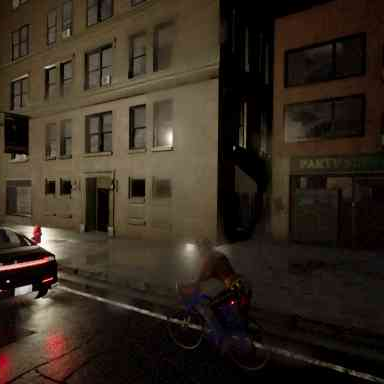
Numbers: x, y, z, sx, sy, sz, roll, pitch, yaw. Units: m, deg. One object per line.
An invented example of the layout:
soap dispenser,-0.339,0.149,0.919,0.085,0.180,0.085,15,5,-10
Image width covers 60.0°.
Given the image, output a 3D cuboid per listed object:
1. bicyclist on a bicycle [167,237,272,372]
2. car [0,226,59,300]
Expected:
bicyclist on a bicycle,0.290,1.452,4.471,1.656,1.620,0.582,0,0,36
car,-4.878,1.490,7.210,4.902,1.511,2.128,0,0,36
